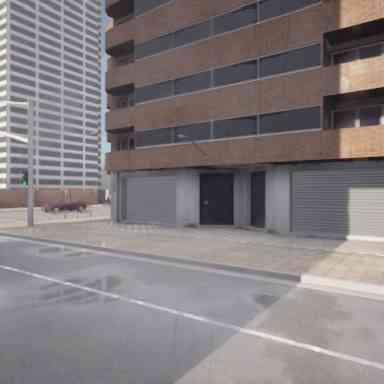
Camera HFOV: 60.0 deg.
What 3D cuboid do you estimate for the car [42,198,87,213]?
[{"bbox_3d":[-14.101,1.463,36.878,1.882,1.535,5.008,0,0,35],"label":"car"}]
